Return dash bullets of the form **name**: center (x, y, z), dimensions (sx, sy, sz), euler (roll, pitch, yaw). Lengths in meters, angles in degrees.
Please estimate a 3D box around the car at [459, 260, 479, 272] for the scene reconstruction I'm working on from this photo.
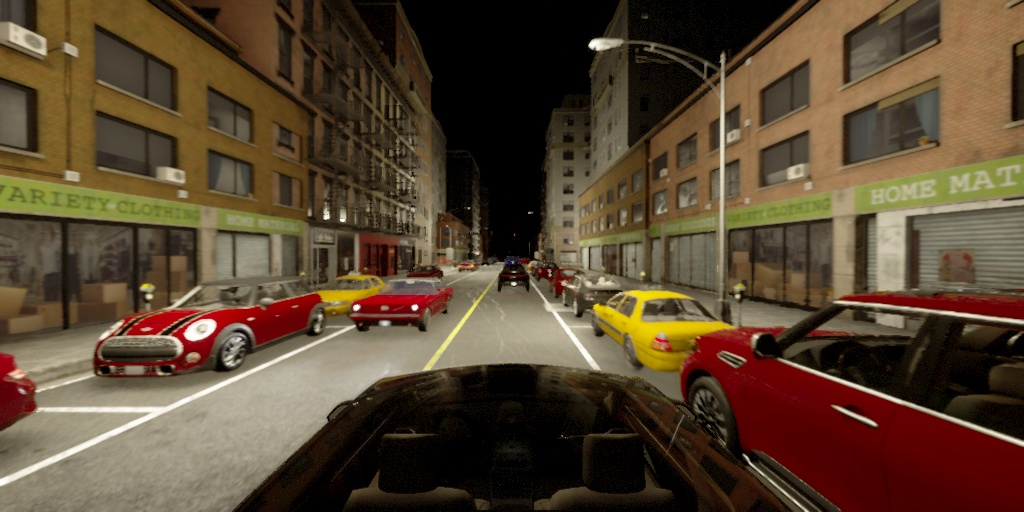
- **car**: center (-5.658, 1.234, 45.857), dimensions (1.967, 1.591, 4.097), euler (0, 0, 0)

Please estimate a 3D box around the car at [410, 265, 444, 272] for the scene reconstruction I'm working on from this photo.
- **car**: center (-5.664, 1.307, 23.870), dimensions (1.888, 1.381, 4.507), euler (0, 0, 0)

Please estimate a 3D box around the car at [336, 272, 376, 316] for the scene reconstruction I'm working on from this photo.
- **car**: center (-5.666, 1.278, 12.706), dimensions (1.751, 1.417, 4.829), euler (0, 0, 0)

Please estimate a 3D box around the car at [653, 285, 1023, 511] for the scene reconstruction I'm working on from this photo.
- **car**: center (2.857, 1.065, 1.882), dimensions (2.192, 1.841, 5.009), euler (0, 0, 0)

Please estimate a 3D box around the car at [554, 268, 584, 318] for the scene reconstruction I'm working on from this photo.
- **car**: center (2.859, 1.303, 12.875), dimensions (2.007, 1.370, 4.403), euler (0, 0, 0)

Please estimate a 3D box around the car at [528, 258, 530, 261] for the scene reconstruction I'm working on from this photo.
- **car**: center (2.864, 1.214, 34.862), dimensions (1.967, 1.591, 4.097), euler (0, 0, 0)

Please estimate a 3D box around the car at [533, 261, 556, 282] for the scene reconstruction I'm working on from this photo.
- **car**: center (2.863, 1.207, 29.365), dimensions (1.967, 1.591, 4.097), euler (0, 0, 0)

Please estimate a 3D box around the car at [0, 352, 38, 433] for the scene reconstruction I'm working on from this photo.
- **car**: center (-5.669, 1.332, 1.884), dimensions (1.802, 1.307, 4.207), euler (0, 0, 0)

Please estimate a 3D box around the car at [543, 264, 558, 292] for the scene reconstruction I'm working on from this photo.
- **car**: center (2.861, 1.301, 18.372), dimensions (1.888, 1.381, 4.507), euler (0, 0, 0)

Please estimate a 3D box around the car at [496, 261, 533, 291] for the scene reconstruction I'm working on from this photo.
- **car**: center (0.104, 1.264, 21.991), dimensions (1.837, 1.490, 4.892), euler (0, 0, 0)

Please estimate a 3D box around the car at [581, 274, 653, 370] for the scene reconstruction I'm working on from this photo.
- **car**: center (2.858, 1.276, 7.549), dimensions (1.751, 1.417, 4.829), euler (0, 0, 0)

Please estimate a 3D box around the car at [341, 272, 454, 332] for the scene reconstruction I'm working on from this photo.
- **car**: center (-3.085, 1.353, 10.998), dimensions (1.895, 1.301, 4.718), euler (0, 0, 1)

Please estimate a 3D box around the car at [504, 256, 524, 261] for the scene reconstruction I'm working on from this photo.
- **car**: center (0.116, 1.017, 46.970), dimensions (2.150, 2.045, 5.566), euler (0, 0, 0)

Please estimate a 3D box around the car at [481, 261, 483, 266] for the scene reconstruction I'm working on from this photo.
- **car**: center (-5.657, 1.371, 51.353), dimensions (1.948, 1.339, 4.313), euler (0, 0, 0)

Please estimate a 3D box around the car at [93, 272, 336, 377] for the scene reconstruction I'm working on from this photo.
- **car**: center (-5.668, 1.191, 7.380), dimensions (1.967, 1.591, 4.097), euler (0, 0, 0)

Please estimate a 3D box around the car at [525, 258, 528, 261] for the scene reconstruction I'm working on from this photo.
- **car**: center (2.867, 1.319, 46.026), dimensions (1.751, 1.417, 4.829), euler (0, 0, 0)
